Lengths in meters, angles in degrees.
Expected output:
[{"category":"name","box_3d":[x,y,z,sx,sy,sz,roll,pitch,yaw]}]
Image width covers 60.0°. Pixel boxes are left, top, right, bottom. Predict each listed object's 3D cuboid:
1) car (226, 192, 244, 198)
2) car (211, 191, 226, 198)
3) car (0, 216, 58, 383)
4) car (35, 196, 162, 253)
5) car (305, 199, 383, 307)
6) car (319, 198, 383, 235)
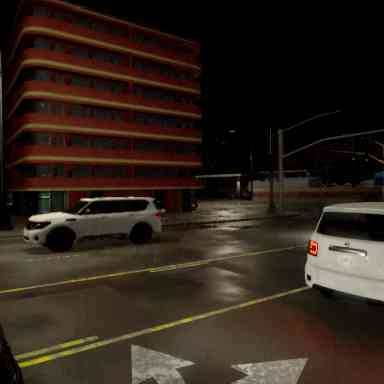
[{"category":"car","box_3d":[11.405,0.818,85.101,3.806,1.475,1.970,-1,1,-35]},{"category":"car","box_3d":[7.440,0.671,89.327,4.611,1.667,2.242,-1,1,-35]},{"category":"car","box_3d":[-3.661,1.222,1.141,5.566,2.045,2.150,0,0,-35]},{"category":"car","box_3d":[-3.963,1.221,14.044,5.566,2.045,2.150,0,0,-35]},{"category":"car","box_3d":[4.782,1.218,7.137,5.566,2.045,2.150,0,0,-35]},{"category":"car","box_3d":[9.656,1.299,19.324,4.553,1.767,2.097,0,0,-35]}]
